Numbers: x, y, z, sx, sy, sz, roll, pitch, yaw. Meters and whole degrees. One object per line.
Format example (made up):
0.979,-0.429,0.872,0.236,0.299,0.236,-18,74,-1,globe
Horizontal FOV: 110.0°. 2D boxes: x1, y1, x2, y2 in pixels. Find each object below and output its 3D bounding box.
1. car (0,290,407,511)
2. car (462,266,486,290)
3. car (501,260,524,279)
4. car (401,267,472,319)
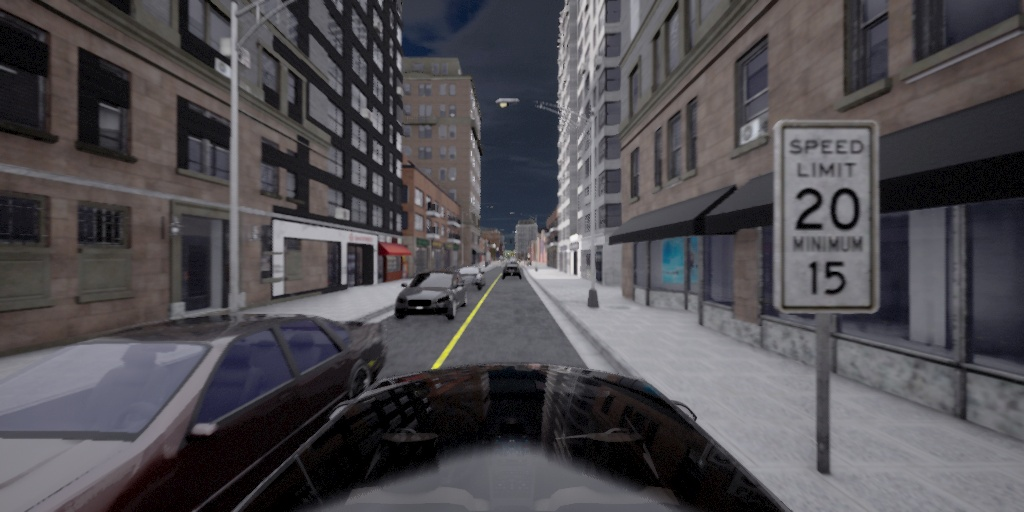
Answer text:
-2.818,1.303,3.224,2.033,1.411,5.357,0,0,1,car
-2.750,1.370,23.442,1.812,1.442,4.674,0,0,0,car
0.022,1.402,34.417,1.837,1.490,4.892,0,-1,1,car
-2.754,1.302,13.115,1.837,1.490,4.892,0,0,0,car
